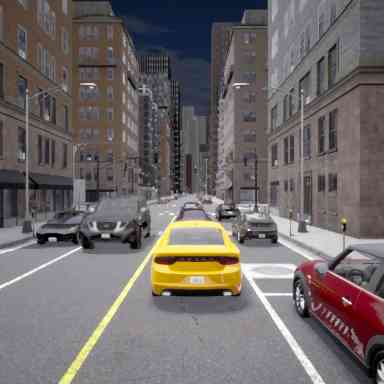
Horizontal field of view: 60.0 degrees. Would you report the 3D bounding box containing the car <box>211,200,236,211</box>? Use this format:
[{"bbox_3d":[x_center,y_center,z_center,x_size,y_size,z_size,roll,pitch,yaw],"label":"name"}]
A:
[{"bbox_3d":[2.843,1.570,26.727,1.947,1.339,4.313,0,0,0],"label":"car"}]

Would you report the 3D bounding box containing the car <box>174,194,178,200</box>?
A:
[{"bbox_3d":[-5.628,1.639,90.699,1.752,1.417,4.829,0,0,0],"label":"car"}]

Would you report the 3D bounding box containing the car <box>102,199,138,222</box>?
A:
[{"bbox_3d":[-5.683,1.444,26.724,1.967,1.590,4.097,0,0,0],"label":"car"}]

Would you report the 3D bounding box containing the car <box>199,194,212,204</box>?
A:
[{"bbox_3d":[2.860,1.485,63.818,1.967,1.590,4.097,0,0,0],"label":"car"}]

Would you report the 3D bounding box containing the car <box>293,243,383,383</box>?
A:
[{"bbox_3d":[2.853,1.440,4.722,1.967,1.590,4.097,0,0,0],"label":"car"}]

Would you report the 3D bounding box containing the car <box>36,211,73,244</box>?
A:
[{"bbox_3d":[-5.677,1.567,15.721,1.947,1.339,4.313,0,0,0],"label":"car"}]

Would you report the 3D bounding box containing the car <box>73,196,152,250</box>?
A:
[{"bbox_3d":[-3.095,1.222,14.710,2.150,2.045,5.566,0,0,0],"label":"car"}]

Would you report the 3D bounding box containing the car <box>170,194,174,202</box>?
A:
[{"bbox_3d":[-5.650,1.617,74.644,2.008,1.369,4.403,0,0,0],"label":"car"}]

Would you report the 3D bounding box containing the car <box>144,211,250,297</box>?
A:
[{"bbox_3d":[0.090,1.478,8.649,1.882,1.535,5.008,0,0,0],"label":"car"}]

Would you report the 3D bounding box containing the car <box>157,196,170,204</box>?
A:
[{"bbox_3d":[-5.665,1.627,63.827,1.802,1.307,4.206,0,0,0],"label":"car"}]

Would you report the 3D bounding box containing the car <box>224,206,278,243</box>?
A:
[{"bbox_3d":[2.848,1.552,15.725,2.008,1.369,4.403,0,0,0],"label":"car"}]

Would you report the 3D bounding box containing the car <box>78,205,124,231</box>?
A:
[{"bbox_3d":[-5.680,1.584,21.222,1.802,1.307,4.206,0,0,0],"label":"car"}]

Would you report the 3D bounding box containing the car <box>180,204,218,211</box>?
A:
[{"bbox_3d":[0.098,1.566,17.643,1.994,1.385,4.181,0,0,-1],"label":"car"}]

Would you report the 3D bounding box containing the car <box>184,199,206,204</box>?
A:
[{"bbox_3d":[-0.013,1.530,26.454,1.812,1.442,4.674,0,0,1],"label":"car"}]
